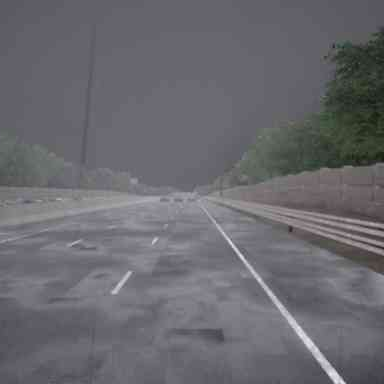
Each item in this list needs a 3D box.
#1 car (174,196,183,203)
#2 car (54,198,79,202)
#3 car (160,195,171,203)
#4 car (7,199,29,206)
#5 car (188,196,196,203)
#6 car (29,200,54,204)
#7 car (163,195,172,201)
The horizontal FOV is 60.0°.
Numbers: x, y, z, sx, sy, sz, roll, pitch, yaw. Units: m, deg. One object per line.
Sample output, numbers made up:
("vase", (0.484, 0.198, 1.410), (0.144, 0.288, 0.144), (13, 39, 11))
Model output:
("car", (-3.520, 1.799, 85.815), (2.097, 1.767, 4.553), (0, 0, 0))
("car", (-17.558, 1.647, 47.823), (1.882, 1.535, 5.008), (0, 0, 1))
("car", (-7.020, 1.792, 85.014), (2.097, 1.767, 4.553), (0, 0, 0))
("car", (-24.542, 1.718, 48.059), (2.033, 1.411, 5.357), (0, 0, 1))
("car", (-0.020, 1.801, 85.849), (2.097, 1.767, 4.553), (0, 0, 0))
("car", (-21.049, 1.772, 48.097), (1.895, 1.301, 4.718), (0, 0, 1))
("car", (-7.024, 1.769, 95.016), (2.097, 1.767, 4.553), (0, 0, 0))
